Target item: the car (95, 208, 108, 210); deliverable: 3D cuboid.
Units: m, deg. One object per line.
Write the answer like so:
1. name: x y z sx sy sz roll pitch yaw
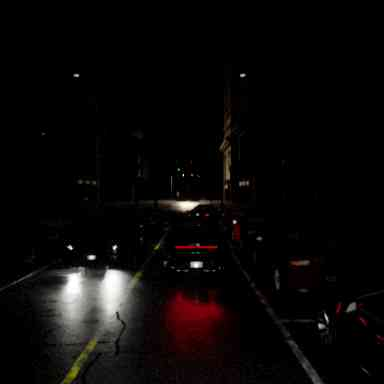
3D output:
1. car: -5.751 1.663 19.848 1.887 1.381 4.507 -1 0 0

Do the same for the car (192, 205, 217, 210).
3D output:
1. car: 1.029 1.704 26.139 2.033 1.411 5.357 0 0 14

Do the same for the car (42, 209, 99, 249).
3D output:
1. car: -5.757 1.637 14.342 2.008 1.369 4.403 -1 0 0

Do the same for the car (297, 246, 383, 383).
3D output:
1. car: 2.755 1.586 3.322 1.947 1.339 4.313 -1 0 0

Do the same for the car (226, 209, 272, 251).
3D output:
1. car: 2.768 1.631 14.332 1.887 1.381 4.507 -1 0 0

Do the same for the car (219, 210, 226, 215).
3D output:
1. car: 2.774 1.664 19.838 1.887 1.381 4.507 -1 0 0

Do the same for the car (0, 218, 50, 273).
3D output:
1. car: -5.764 1.619 8.837 1.947 1.339 4.313 -1 0 0

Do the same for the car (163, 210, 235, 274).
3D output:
1. car: 0.113 1.571 10.793 1.837 1.490 4.892 0 0 0

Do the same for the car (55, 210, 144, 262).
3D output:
1. car: -3.032 1.624 12.759 2.033 1.411 5.357 0 0 1

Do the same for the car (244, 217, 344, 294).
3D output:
1. car: 2.761 1.598 8.827 1.887 1.381 4.507 -1 0 0
